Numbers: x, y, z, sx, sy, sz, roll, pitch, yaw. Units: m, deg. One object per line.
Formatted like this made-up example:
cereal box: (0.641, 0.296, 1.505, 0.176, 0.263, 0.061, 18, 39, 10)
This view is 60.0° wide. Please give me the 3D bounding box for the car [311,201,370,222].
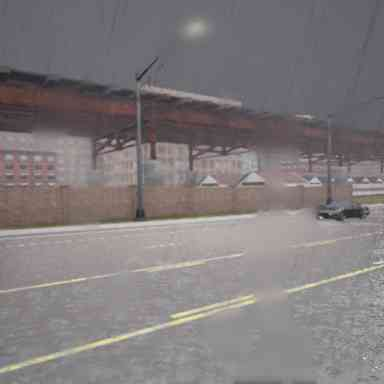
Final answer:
car: (11.192, 1.383, 24.826, 5.357, 1.411, 2.033, -1, 1, -35)
